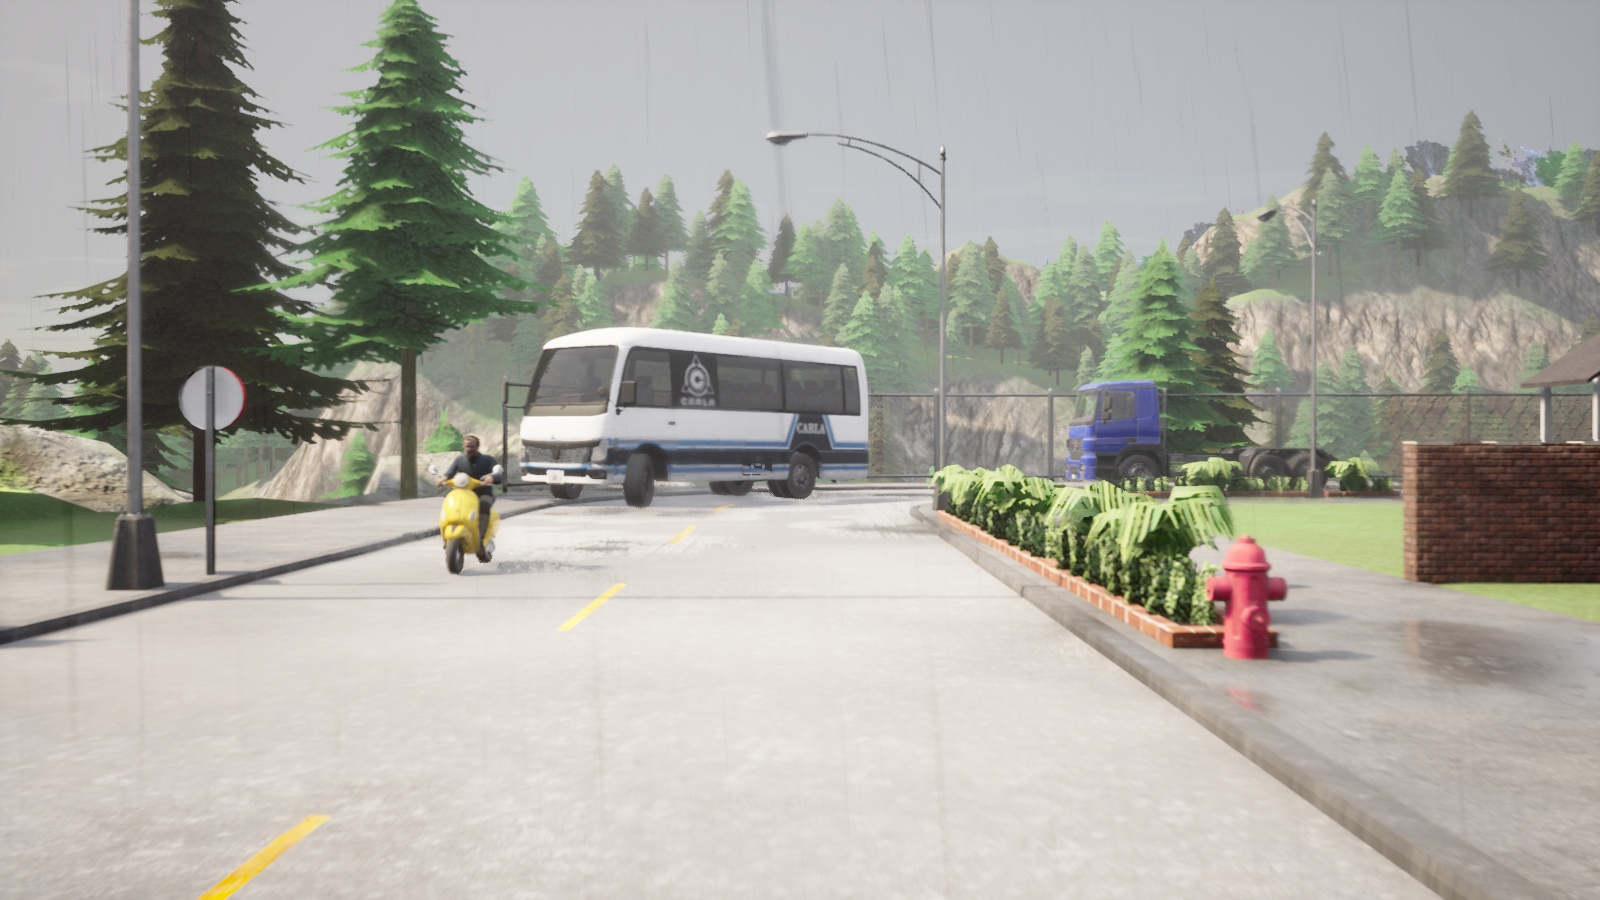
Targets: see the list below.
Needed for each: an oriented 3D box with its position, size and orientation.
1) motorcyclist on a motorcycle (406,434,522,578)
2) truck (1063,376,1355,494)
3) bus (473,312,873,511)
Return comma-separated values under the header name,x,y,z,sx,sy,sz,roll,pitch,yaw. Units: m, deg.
name,x,y,z,sx,sy,sz,roll,pitch,yaw
motorcyclist on a motorcycle,-3.899,0.614,14.738,0.866,1.590,1.817,0,0,0
truck,12.257,-0.441,38.180,7.936,3.462,2.891,0,0,0
bus,-2.809,-0.833,32.063,3.944,4.253,10.273,1,0,40
